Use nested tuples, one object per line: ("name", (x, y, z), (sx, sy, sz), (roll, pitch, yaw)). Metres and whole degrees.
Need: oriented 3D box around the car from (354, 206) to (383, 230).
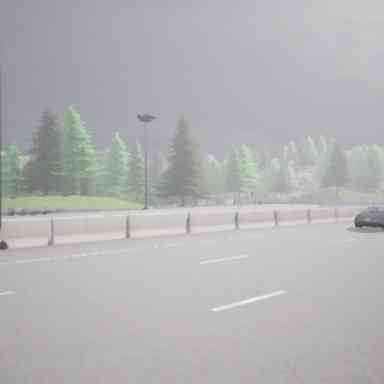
("car", (12.076, 1.606, 20.955), (4.181, 1.385, 1.994), (0, 0, -35))
